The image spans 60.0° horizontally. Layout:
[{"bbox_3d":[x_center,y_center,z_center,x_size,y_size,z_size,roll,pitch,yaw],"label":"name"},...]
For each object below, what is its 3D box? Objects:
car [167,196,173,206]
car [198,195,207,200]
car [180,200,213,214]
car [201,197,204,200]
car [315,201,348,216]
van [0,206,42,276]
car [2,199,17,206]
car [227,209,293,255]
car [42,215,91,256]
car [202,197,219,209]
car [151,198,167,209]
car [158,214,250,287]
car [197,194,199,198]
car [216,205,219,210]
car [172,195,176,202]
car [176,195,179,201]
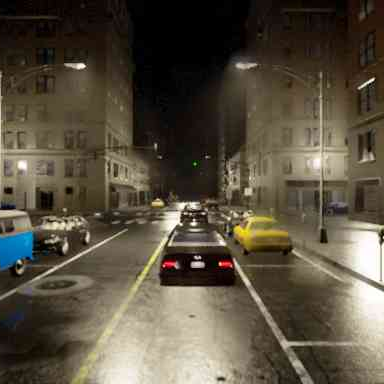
[{"bbox_3d":[-5.227,1.877,62.604,1.947,1.339,4.313,0,0,0],"label":"car"},{"bbox_3d":[2.813,1.779,68.268,1.967,1.590,4.097,0,0,0],"label":"car"},{"bbox_3d":[0.154,1.612,23.867,2.128,1.511,4.902,0,0,0],"label":"car"},{"bbox_3d":[2.768,1.839,51.223,1.802,1.307,4.206,0,0,0],"label":"car"},{"bbox_3d":[14.601,1.642,33.275,4.181,1.385,1.994,0,0,0],"label":"car"},{"bbox_3d":[-5.373,1.381,7.874,1.690,1.788,3.998,0,0,0],"label":"van"},{"bbox_3d":[-18.322,1.468,30.360,5.566,2.045,2.150,0,0,0],"label":"car"},{"bbox_3d":[2.677,1.593,13.430,1.752,1.417,4.829,0,0,0],"label":"car"},{"bbox_3d":[-5.358,1.618,13.280,2.008,1.369,4.403,0,0,0],"label":"car"},{"bbox_3d":[2.754,1.779,45.541,2.008,1.369,4.403,0,0,0],"label":"car"},{"bbox_3d":[-5.257,1.781,51.072,1.752,1.417,4.829,0,0,0],"label":"car"},{"bbox_3d":[0.123,1.595,9.514,2.033,1.411,5.357,0,0,0],"label":"car"},{"bbox_3d":[2.843,1.708,79.633,2.192,1.841,5.009,0,0,0],"label":"car"},{"bbox_3d":[2.686,1.645,18.666,2.008,1.369,4.403,0,0,0],"label":"car"},{"bbox_3d":[-5.197,1.916,73.967,2.008,1.369,4.403,0,0,0],"label":"car"},{"bbox_3d":[-5.168,1.859,85.330,1.967,1.590,4.097,0,0,0],"label":"car"}]
